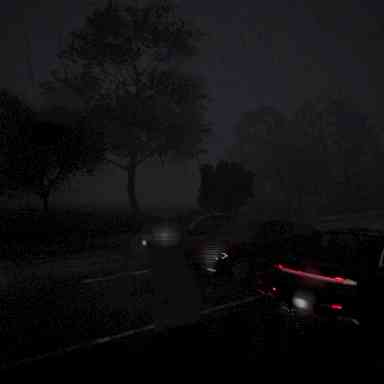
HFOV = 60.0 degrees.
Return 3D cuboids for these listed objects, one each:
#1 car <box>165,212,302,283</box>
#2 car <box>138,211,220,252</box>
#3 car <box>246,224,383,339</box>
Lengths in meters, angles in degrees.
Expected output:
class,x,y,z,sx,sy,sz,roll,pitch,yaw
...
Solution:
class,x,y,z,sx,sy,sz,roll,pitch,yaw
car,1.886,1.488,9.941,5.008,1.535,1.882,0,0,-38
car,0.262,1.507,13.117,4.902,1.511,2.128,0,0,-38
car,3.599,1.497,6.612,4.902,1.511,2.128,0,0,-38
